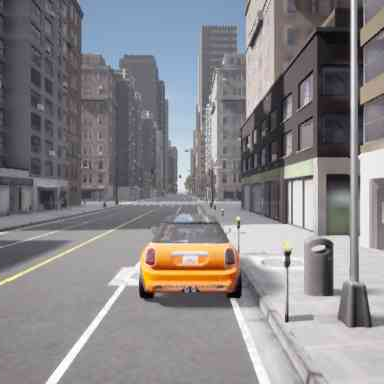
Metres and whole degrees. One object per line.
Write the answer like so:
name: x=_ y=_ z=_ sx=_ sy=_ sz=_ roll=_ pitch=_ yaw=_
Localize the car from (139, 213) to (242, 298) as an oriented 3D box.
car: x=-0.032 y=1.343 z=8.621 sx=2.097 sy=1.767 sz=4.553 roll=0 pitch=0 yaw=0
